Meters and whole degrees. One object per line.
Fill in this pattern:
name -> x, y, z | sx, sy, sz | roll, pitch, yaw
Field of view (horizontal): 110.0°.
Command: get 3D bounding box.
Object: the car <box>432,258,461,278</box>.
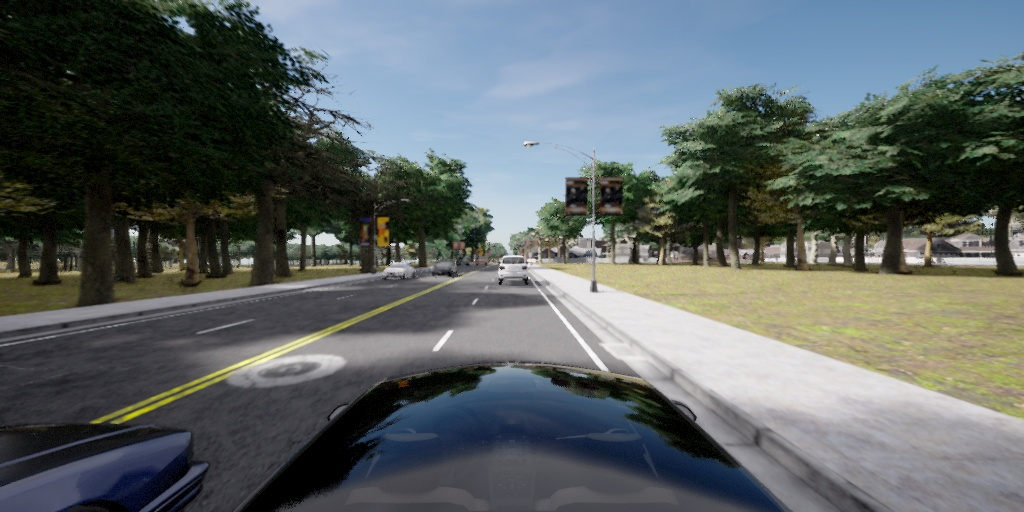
car -> -6.589, 1.279, 35.423 | 1.882, 1.535, 5.008 | 0, 0, 0

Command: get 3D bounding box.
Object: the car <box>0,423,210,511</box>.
car -> -3.151, 1.298, 0.118 | 2.033, 1.411, 5.357 | 0, 0, 0

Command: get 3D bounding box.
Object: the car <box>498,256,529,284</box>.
car -> 0.104, 1.001, 27.496 | 2.150, 2.045, 5.566 | 0, 0, 0

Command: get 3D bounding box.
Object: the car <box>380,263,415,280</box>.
car -> -9.840, 1.315, 31.418 | 1.812, 1.442, 4.674 | 0, 0, 0
